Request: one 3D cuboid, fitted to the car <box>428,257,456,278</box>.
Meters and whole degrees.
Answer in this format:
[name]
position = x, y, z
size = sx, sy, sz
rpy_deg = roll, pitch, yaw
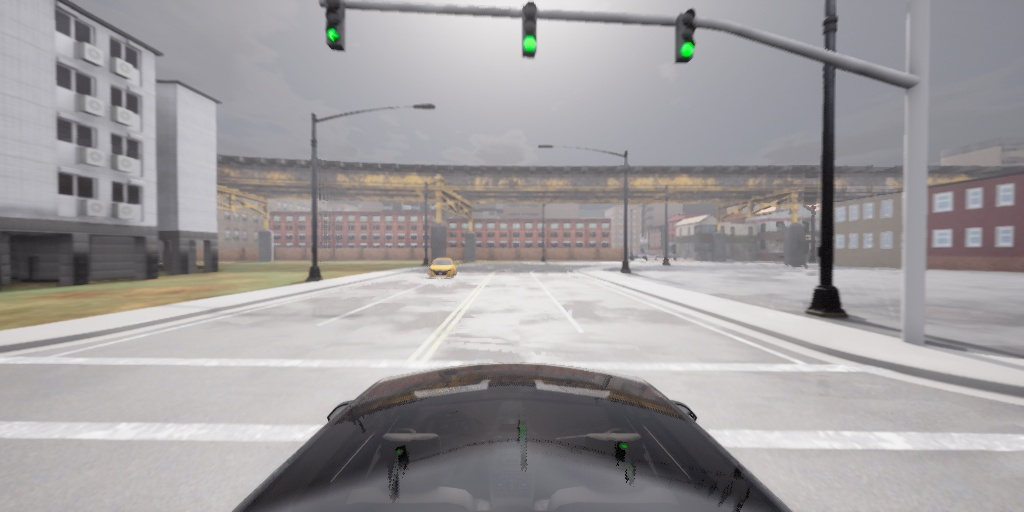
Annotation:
[car]
position = -5.426, 0.901, 28.153
size = 1.882, 1.535, 5.008
rpy_deg = 0, 2, -7
